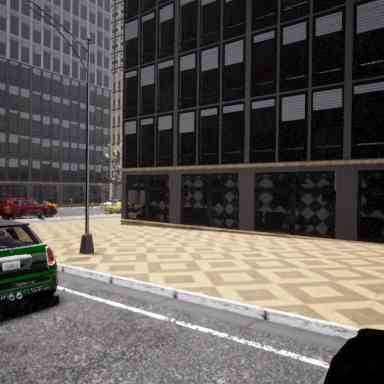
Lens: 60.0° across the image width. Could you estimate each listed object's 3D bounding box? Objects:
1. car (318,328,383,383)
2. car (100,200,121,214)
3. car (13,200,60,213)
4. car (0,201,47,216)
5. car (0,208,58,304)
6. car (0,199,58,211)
[{"bbox_3d":[3.009,1.601,1.533,4.718,1.301,1.895,0,0,36],"label":"car"},{"bbox_3d":[-8.099,1.830,39.341,1.752,1.417,4.829,1,0,37],"label":"car"},{"bbox_3d":[-18.394,1.643,39.524,1.752,1.417,4.829,1,0,37],"label":"car"},{"bbox_3d":[-18.046,1.696,35.633,1.994,1.385,4.181,1,0,37],"label":"car"},{"bbox_3d":[-4.988,1.348,7.251,4.553,1.767,2.097,0,0,36],"label":"car"},{"bbox_3d":[-14.914,1.519,30.143,2.192,1.841,5.009,1,0,37],"label":"car"}]
